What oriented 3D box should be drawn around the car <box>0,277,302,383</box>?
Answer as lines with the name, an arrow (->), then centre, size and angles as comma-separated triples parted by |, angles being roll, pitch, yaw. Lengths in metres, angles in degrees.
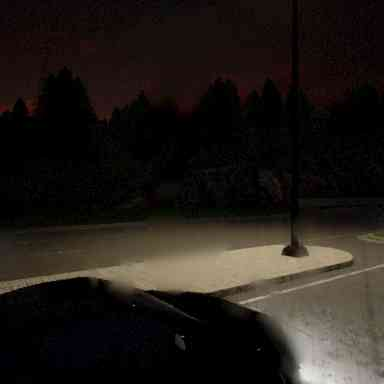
car -> -0.891, 1.564, 3.111 | 4.181, 1.385, 1.994 | 0, 0, -35
